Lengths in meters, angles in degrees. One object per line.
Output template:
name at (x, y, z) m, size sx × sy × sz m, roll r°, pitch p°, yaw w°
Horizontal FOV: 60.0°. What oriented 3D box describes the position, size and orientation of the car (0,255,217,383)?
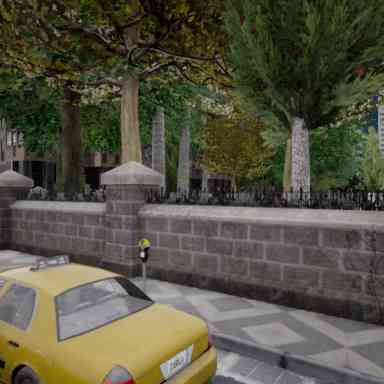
car at (-2.014, 1.525, 4.395) m, size 4.829 × 1.417 × 1.752 m, roll 0°, pitch 0°, yaw 35°
